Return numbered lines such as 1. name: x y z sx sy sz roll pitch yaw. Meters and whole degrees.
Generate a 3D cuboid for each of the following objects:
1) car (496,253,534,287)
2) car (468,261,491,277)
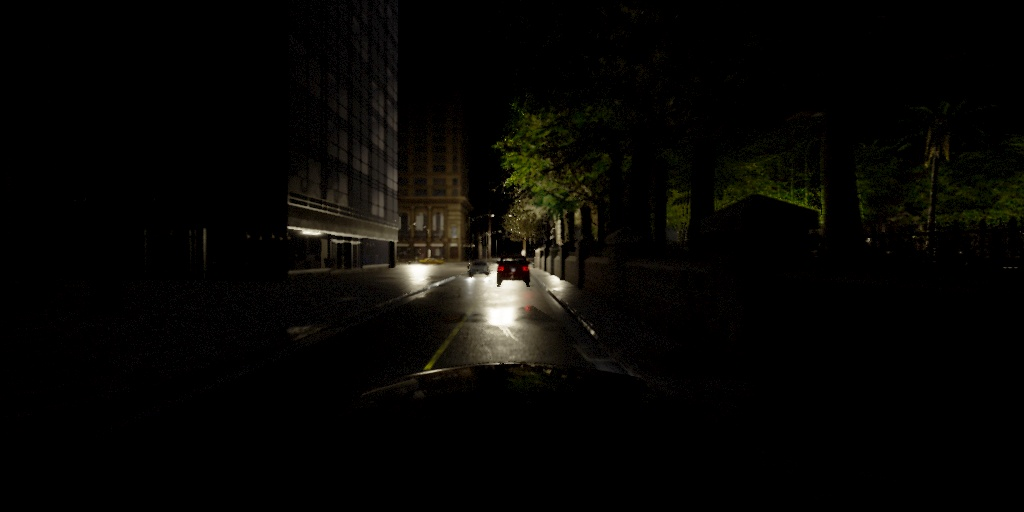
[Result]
1. car: 0.102 0.948 24.540 2.150 2.045 5.566 0 0 0
2. car: -3.091 1.234 34.474 1.812 1.442 4.674 0 0 0
